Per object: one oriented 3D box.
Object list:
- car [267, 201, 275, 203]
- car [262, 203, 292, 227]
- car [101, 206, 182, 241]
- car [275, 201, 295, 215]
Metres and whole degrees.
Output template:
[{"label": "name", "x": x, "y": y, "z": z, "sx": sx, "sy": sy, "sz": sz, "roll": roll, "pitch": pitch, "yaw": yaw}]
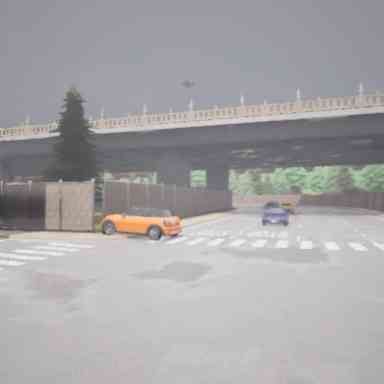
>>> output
[{"label": "car", "x": 16.104, "y": 2.375, "z": 64.983, "sx": 2.033, "sy": 1.411, "sz": 5.357, "roll": 0, "pitch": -1, "yaw": -9}, {"label": "car", "x": 6.581, "y": 1.866, "z": 26.021, "sx": 1.812, "sy": 1.442, "sz": 4.674, "roll": -1, "pitch": -1, "yaw": 19}, {"label": "car", "x": -2.898, "y": 1.580, "z": 18.687, "sx": 4.553, "sy": 1.767, "sz": 2.097, "roll": 2, "pitch": 1, "yaw": 26}, {"label": "car", "x": 11.950, "y": 2.011, "z": 42.177, "sx": 1.882, "sy": 1.535, "sz": 5.008, "roll": -1, "pitch": 0, "yaw": 18}]
